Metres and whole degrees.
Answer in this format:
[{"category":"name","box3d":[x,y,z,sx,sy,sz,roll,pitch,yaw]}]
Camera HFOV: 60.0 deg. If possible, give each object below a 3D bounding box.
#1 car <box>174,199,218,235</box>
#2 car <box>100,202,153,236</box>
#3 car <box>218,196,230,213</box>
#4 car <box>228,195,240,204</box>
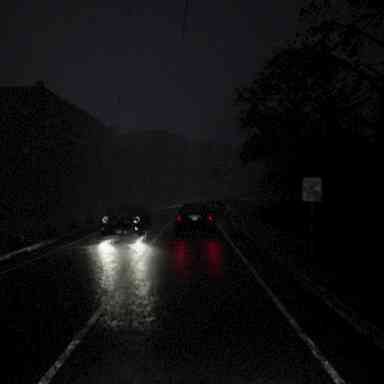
[{"category":"car","box3d":[0.187,1.364,18.829,2.097,1.767,4.553,0,0,1]},{"category":"car","box3d":[-3.485,1.364,18.364,2.097,1.767,4.553,0,0,1]},{"category":"car","box3d":[2.618,1.549,37.762,2.033,1.411,5.357,0,0,15]},{"category":"car","box3d":[6.749,1.377,59.816,4.892,1.490,1.837,-2,0,-45]}]
